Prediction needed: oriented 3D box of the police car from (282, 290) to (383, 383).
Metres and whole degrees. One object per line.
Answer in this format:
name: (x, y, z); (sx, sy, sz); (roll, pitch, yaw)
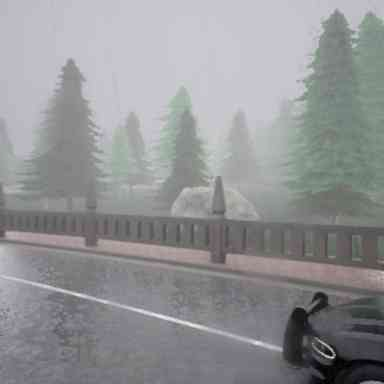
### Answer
police car: (3.442, 1.518, 2.801); (5.238, 1.638, 1.930); (0, -1, 37)
